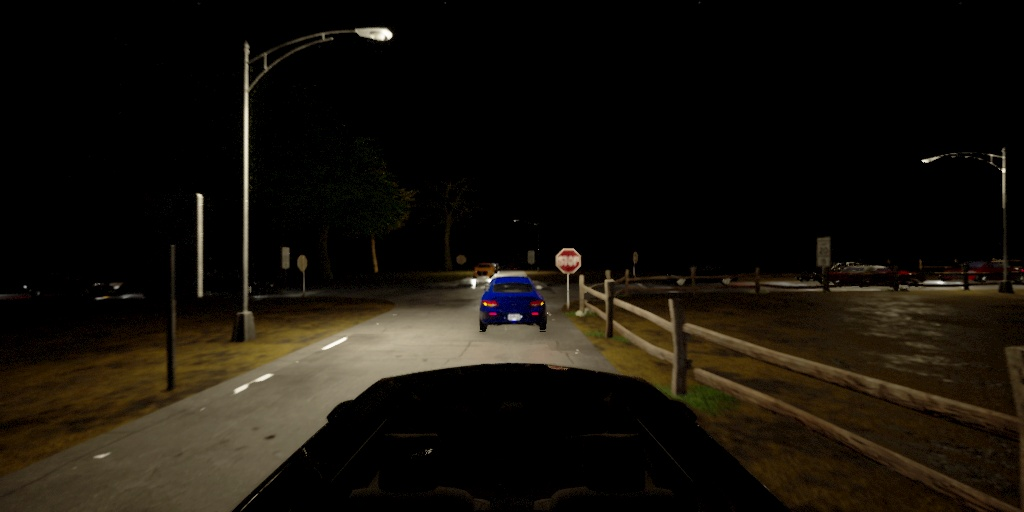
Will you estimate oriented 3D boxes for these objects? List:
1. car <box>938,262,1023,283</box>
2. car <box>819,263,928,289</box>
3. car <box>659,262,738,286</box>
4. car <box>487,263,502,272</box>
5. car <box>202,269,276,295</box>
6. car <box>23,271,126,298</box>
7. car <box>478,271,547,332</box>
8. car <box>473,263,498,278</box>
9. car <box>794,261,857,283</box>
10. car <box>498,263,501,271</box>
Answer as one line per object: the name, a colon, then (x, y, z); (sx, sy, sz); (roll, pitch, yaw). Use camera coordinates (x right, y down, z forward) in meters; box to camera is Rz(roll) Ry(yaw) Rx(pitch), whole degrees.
car: (32.241, 1.081, 24.708); (4.181, 1.385, 1.994); (-1, 0, -1)
car: (22.032, 1.253, 21.811); (4.718, 1.301, 1.895); (-1, 0, 0)
car: (12.793, 1.224, 24.769); (5.008, 1.535, 1.882); (-1, 0, -1)
car: (-2.841, 1.798, 58.952); (2.033, 1.411, 5.357); (0, -1, 0)
car: (-17.282, 1.579, 22.051); (5.008, 1.535, 1.882); (-1, 0, 0)
car: (-26.783, 1.699, 22.072); (4.902, 1.511, 2.128); (-1, 0, 0)
car: (-0.018, 1.345, 11.061); (1.812, 1.442, 4.674); (0, 0, -2)
car: (-2.888, 1.512, 37.758); (1.882, 1.535, 5.008); (0, -1, 1)
car: (22.315, 1.139, 24.754); (4.892, 1.490, 1.837); (-1, 0, 0)
car: (-2.852, 1.683, 48.293); (2.033, 1.411, 5.357); (0, -1, 0)
